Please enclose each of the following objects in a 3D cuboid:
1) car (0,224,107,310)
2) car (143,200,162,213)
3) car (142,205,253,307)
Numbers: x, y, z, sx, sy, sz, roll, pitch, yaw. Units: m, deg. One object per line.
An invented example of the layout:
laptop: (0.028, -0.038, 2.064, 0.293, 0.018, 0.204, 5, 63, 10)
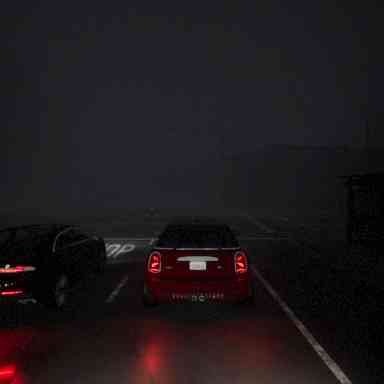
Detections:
car: (-3.392, 1.492, 7.774, 2.128, 1.511, 4.902, 0, 0, 0)
car: (-4.394, 1.582, 37.841, 1.812, 1.442, 4.674, 0, 0, -3)
car: (0.103, 1.352, 8.148, 2.097, 1.767, 4.553, 0, 0, 0)
